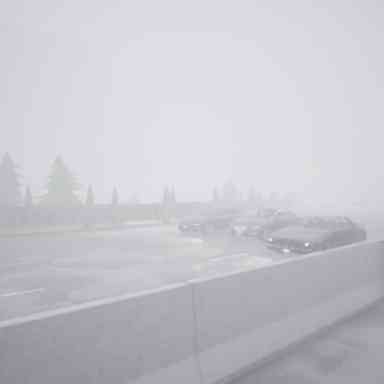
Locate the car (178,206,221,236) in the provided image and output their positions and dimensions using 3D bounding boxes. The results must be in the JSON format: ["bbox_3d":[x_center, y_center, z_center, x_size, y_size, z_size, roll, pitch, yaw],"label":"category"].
[{"bbox_3d":[1.354,1.588,19.219,4.892,1.490,1.837,0,0,-45],"label":"car"}]

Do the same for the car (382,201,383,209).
[{"bbox_3d":[27.792,1.662,46.277,2.128,1.511,4.902,0,0,22],"label":"car"}]

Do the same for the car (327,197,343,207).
[{"bbox_3d":[23.356,1.564,54.406,2.097,1.767,4.553,0,0,19],"label":"car"}]

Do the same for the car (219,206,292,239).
[{"bbox_3d":[3.878,1.562,16.805,4.902,1.511,2.128,0,0,-45],"label":"car"}]

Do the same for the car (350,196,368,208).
[{"bbox_3d":[26.657,1.554,53.150,2.097,1.767,4.553,0,0,19],"label":"car"}]

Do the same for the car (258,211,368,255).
[{"bbox_3d":[5.103,1.600,13.053,5.357,1.411,2.033,0,0,-44],"label":"car"}]
